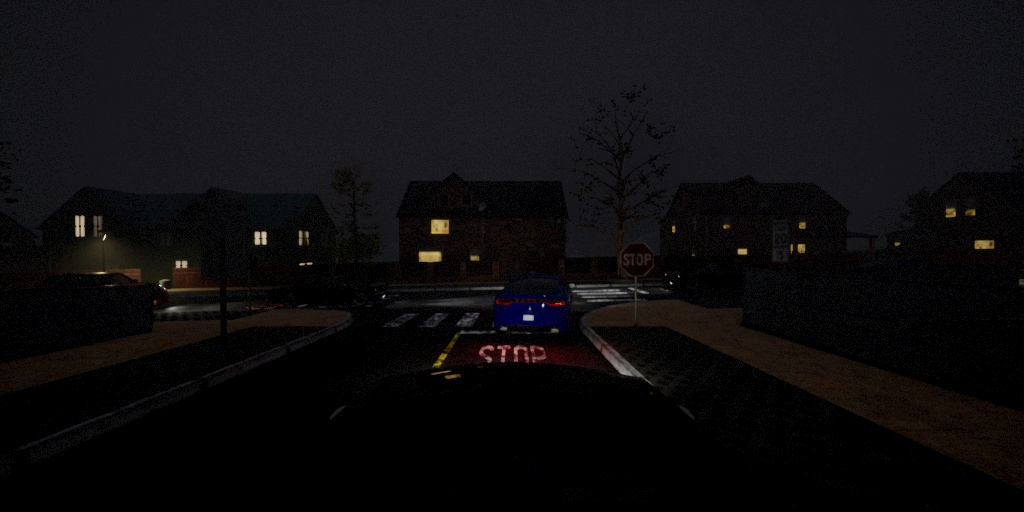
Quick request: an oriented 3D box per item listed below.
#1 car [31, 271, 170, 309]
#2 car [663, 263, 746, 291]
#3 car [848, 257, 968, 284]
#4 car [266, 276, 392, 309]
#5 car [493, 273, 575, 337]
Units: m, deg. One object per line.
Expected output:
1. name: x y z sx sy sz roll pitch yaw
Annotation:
1. car: -17.898 1.497 15.647 4.553 1.767 2.097 -1 1 0
2. car: 10.416 1.033 18.572 4.718 1.301 1.895 -1 1 -1
3. car: 20.073 0.752 18.605 5.357 1.411 2.033 -1 1 0
4. car: -7.807 1.506 15.651 4.718 1.301 1.895 -1 1 0
5. car: 0.789 1.226 10.440 1.882 1.535 5.008 0 0 10
